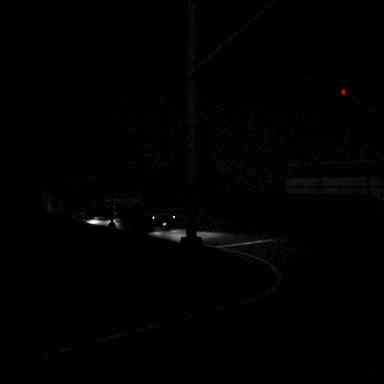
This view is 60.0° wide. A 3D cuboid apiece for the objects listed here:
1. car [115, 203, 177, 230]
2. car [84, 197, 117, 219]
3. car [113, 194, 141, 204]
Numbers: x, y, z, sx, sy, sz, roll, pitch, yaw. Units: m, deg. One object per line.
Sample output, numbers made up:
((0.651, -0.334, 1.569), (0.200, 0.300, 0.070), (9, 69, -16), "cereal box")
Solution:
((-2.948, 1.597, 21.605), (1.895, 1.301, 4.718), (0, 0, -37), "car")
((-8.419, 1.474, 29.850), (1.882, 1.535, 5.008), (0, 0, -26), "car")
((-8.423, 1.216, 40.288), (2.150, 2.045, 5.566), (0, 0, 31), "car")
